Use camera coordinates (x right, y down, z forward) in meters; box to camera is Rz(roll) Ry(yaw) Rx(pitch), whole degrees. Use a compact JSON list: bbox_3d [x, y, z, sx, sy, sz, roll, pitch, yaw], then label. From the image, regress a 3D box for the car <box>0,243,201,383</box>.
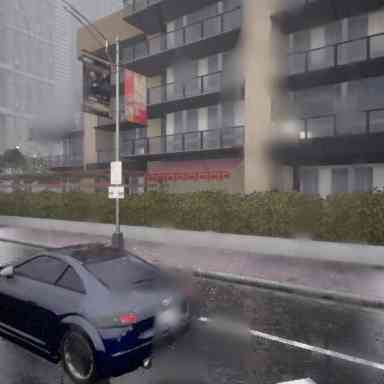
[{"bbox_3d":[-1.934,1.565,5.415,4.181,1.385,1.994,0,0,35],"label":"car"}]
